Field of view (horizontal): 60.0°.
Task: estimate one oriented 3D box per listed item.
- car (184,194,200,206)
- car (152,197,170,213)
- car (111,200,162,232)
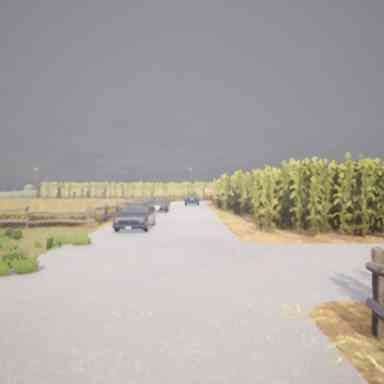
[{"bbox_3d":[0.004,0.996,47.509,2.097,1.767,4.553,0,0,0],"label":"car"},{"bbox_3d":[-3.196,1.240,33.009,2.128,1.511,4.902,0,1,0],"label":"car"},{"bbox_3d":[-3.198,1.402,19.424,2.033,1.411,5.357,0,0,0],"label":"car"}]
